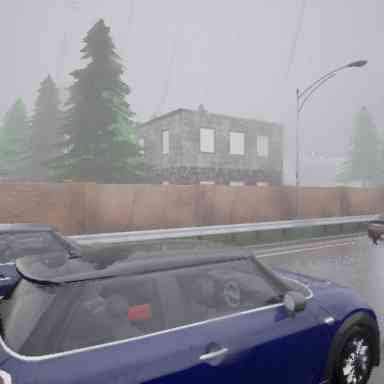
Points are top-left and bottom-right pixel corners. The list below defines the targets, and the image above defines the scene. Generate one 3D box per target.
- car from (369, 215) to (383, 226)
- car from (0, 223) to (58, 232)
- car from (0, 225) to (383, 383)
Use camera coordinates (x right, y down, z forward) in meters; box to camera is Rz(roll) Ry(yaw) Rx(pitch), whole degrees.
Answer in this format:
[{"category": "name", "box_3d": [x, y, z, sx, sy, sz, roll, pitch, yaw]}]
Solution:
[{"category": "car", "box_3d": [9.390, 1.493, 13.999, 4.902, 1.511, 2.128, 0, 0, -33]}, {"category": "car", "box_3d": [-2.904, 1.352, 5.995, 4.553, 1.767, 2.097, 0, 0, -33]}, {"category": "car", "box_3d": [0.084, 1.351, 3.766, 4.553, 1.767, 2.097, 0, 0, -33]}]
